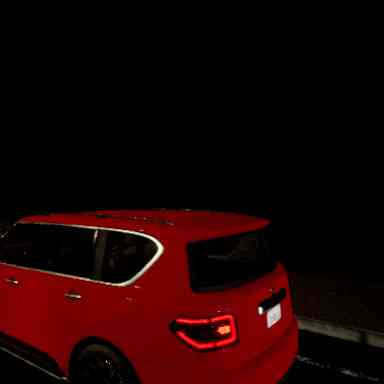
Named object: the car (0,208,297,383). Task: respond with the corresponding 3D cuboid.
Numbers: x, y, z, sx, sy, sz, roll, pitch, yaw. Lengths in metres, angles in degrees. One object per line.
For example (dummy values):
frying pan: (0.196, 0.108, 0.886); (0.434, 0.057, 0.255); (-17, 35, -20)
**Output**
car: (-1.412, 1.253, 4.692); (5.566, 2.045, 2.150); (0, 0, 36)
